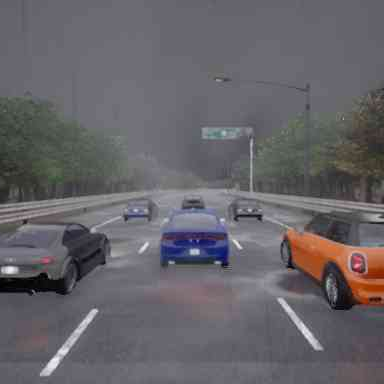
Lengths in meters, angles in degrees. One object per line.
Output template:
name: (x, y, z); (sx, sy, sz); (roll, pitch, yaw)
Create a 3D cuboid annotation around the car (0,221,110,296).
car: (-3.433, 1.414, 8.308); (1.994, 1.385, 4.181); (0, 1, 0)

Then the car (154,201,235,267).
car: (0.077, 1.285, 10.704); (1.882, 1.535, 5.008); (0, 1, 0)

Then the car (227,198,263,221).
car: (3.570, 1.144, 22.993); (2.033, 1.411, 5.357); (0, 1, 0)

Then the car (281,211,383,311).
car: (3.564, 1.214, 7.611); (2.097, 1.767, 4.553); (0, 1, 0)

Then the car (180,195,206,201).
car: (0.090, 1.016, 28.006); (1.837, 1.490, 4.892); (0, 1, 0)

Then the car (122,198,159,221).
car: (-3.431, 1.145, 22.909); (2.033, 1.411, 5.357); (0, 1, 0)
